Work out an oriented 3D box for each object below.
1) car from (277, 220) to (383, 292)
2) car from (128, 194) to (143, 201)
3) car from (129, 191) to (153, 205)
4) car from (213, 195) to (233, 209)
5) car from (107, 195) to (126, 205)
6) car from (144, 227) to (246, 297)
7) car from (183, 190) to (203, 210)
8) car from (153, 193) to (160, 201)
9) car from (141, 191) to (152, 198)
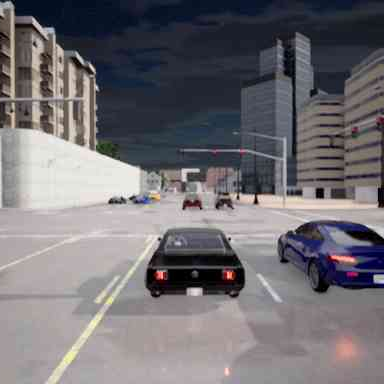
[{"bbox_3d":[3.562,1.437,8.535,1.812,1.442,4.674,0,1,0],"label":"car"},{"bbox_3d":[-10.640,1.026,62.809,1.895,1.301,4.718,0,1,1],"label":"car"},{"bbox_3d":[-7.164,1.041,47.464,1.882,1.535,5.008,0,0,0],"label":"car"},{"bbox_3d":[3.536,1.136,37.878,1.837,1.490,4.892,0,1,0],"label":"car"},{"bbox_3d":[-10.664,1.136,47.391,1.994,1.385,4.181,0,1,0],"label":"car"},{"bbox_3d":[0.062,1.522,8.309,1.895,1.301,4.718,0,1,0],"label":"car"},{"bbox_3d":[0.035,0.994,37.516,2.097,1.767,4.553,0,1,0],"label":"car"},{"bbox_3d":[-7.139,0.891,63.217,1.882,1.535,5.008,0,1,0],"label":"car"},{"bbox_3d":[-10.629,0.626,78.172,1.837,1.490,4.892,0,1,0],"label":"car"}]
